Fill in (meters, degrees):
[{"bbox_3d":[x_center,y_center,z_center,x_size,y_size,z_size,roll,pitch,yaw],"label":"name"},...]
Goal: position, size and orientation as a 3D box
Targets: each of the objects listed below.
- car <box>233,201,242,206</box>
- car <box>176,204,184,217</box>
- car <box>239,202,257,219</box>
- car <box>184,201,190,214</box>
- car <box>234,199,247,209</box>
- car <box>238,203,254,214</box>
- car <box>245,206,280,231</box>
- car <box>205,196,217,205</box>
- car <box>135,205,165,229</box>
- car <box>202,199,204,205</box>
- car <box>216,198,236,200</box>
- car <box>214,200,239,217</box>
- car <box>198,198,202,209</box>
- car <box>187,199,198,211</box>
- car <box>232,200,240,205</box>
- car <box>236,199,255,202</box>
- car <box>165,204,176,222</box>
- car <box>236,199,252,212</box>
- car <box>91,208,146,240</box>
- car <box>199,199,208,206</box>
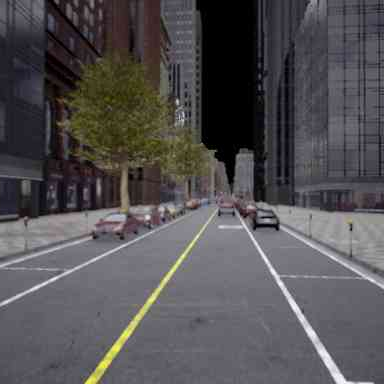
[{"bbox_3d":[10.826,2.708,79.187,1.802,1.307,4.206,0,-1,6],"label":"car"},{"bbox_3d":[-2.349,1.964,35.048,1.752,1.417,4.829,0,-1,6],"label":"car"},{"bbox_3d":[6.146,2.006,34.326,1.887,1.381,4.507,0,-1,6],"label":"car"},{"bbox_3d":[-1.747,2.086,40.826,1.947,1.339,4.313,0,-1,6],"label":"car"},{"bbox_3d":[9.074,2.179,62.369,2.192,1.841,5.009,0,-1,6],"label":"car"},{"bbox_3d":[7.316,2.187,45.541,1.947,1.339,4.313,0,-1,6],"label":"car"},{"bbox_3d":[4.977,1.873,23.110,1.947,1.339,4.313,0,-1,6],"label":"car"},{"bbox_3d":[4.841,2.037,76.430,2.150,2.045,5.566,0,-1,6],"label":"car"},{"bbox_3d":[-3.501,1.727,24.001,1.967,1.590,4.097,0,-1,6],"label":"car"},{"bbox_3d":[0.594,2.409,63.261,1.947,1.339,4.313,0,-1,6],"label":"car"},{"bbox_3d":[4.943,1.861,47.533,2.150,2.045,5.566,0,-1,6],"label":"car"},{"bbox_3d":[3.873,1.985,37.309,2.128,1.511,4.902,0,-1,6],"label":"car"},{"bbox_3d":[0.010,2.078,57.655,2.192,1.841,5.009,0,-1,6],"label":"car"},{"bbox_3d":[-0.577,2.226,52.043,1.887,1.381,4.507,0,-1,6],"label":"car"},{"bbox_3d":[11.997,2.856,90.404,1.887,1.381,4.507,0,-1,6],"label":"car"},{"bbox_3d":[6.733,1.856,39.938,2.192,1.841,5.009,0,-1,6],"label":"car"},{"bbox_3d":[-2.917,1.945,29.608,1.802,1.307,4.206,0,-1,6],"label":"car"},{"bbox_3d":[7.903,2.017,51.153,2.192,1.841,5.009,0,-1,6],"label":"car"},{"bbox_3d":[-4.087,1.795,18.391,1.802,1.307,4.206,0,-1,6],"label":"car"},{"bbox_3d":[2.934,2.638,85.695,1.967,1.590,4.097,0,-1,6],"label":"car"}]
